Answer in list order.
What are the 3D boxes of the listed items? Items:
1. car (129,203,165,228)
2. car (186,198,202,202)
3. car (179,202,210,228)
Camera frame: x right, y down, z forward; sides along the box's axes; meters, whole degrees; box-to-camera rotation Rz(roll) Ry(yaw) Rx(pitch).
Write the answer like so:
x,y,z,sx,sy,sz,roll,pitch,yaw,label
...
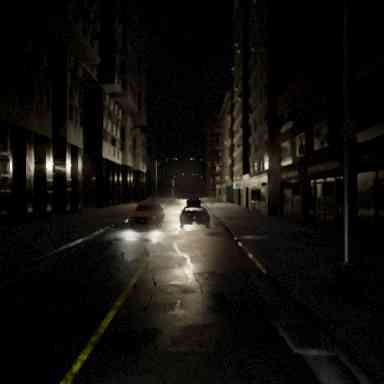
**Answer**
x,y,z,sx,sy,sz,roll,pitch,yaw,label
-2.936,1.473,22.432,1.882,1.535,5.008,0,0,0,car
0.225,1.464,43.879,1.882,1.535,5.008,0,0,0,car
0.165,1.596,22.320,1.895,1.301,4.718,0,0,0,car
